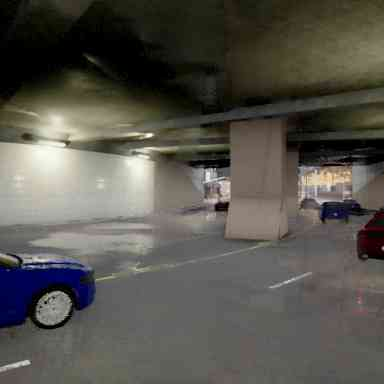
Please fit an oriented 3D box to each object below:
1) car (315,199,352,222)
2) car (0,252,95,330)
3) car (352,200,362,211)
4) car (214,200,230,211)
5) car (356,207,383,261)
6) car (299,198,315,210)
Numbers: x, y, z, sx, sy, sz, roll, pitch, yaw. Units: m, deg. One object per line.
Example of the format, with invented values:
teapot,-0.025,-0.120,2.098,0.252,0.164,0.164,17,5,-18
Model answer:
car,11.232,1.478,26.669,1.882,1.535,5.008,0,0,17
car,-4.099,1.478,5.268,5.008,1.535,1.882,0,0,-34
car,17.556,1.548,37.548,2.033,1.411,5.357,0,0,12
car,3.926,1.601,41.483,1.895,1.301,4.718,0,0,12
car,7.096,1.478,11.420,1.882,1.535,5.008,0,0,38
car,15.267,1.526,43.562,1.812,1.442,4.674,0,0,12
